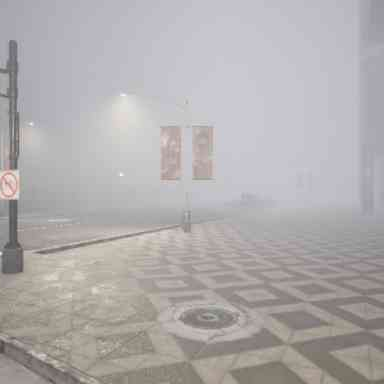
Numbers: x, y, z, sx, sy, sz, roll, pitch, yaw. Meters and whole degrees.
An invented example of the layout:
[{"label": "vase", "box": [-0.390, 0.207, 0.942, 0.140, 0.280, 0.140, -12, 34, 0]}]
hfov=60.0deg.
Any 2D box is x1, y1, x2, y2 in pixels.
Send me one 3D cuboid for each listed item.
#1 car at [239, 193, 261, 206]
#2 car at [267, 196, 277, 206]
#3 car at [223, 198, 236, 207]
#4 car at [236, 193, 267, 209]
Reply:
[{"label": "car", "box": [9.886, 1.182, 56.572, 2.150, 2.045, 5.566, 0, 0, 26]}, {"label": "car", "box": [12.793, 1.447, 55.117, 2.128, 1.511, 4.902, 0, 0, 26]}, {"label": "car", "box": [6.222, 1.569, 49.009, 1.895, 1.301, 4.718, 0, 0, 27]}, {"label": "car", "box": [8.272, 1.188, 45.791, 2.150, 2.045, 5.566, 0, 0, 27]}]
